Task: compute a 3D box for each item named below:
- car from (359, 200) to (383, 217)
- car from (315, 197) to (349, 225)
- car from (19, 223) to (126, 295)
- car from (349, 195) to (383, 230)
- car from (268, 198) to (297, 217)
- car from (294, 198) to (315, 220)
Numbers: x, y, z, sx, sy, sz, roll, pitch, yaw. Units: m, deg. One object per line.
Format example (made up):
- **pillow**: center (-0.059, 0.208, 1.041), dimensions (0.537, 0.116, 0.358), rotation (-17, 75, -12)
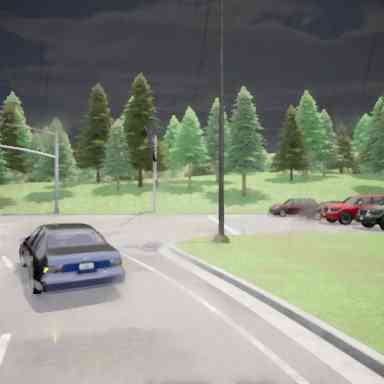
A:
- **car**: center (18.201, 1.513, 30.816), dimensions (4.674, 1.442, 1.812), rotation (0, 0, -4)
- **car**: center (11.998, 1.211, 23.412), dimensions (5.566, 2.045, 2.150), rotation (0, 0, -4)
- **car**: center (-3.405, 1.542, 8.868), dimensions (2.033, 1.411, 5.357), rotation (0, 0, -31)
- **car**: center (12.834, 1.213, 19.955), dimensions (5.566, 2.045, 2.150), rotation (0, 0, -4)
- **car**: center (9.313, 1.337, 30.251), dimensions (4.553, 1.767, 2.097), rotation (0, 0, -4)
- **car**: center (11.206, 1.492, 26.867), dimensions (4.892, 1.490, 1.837), rotation (0, 0, -4)
